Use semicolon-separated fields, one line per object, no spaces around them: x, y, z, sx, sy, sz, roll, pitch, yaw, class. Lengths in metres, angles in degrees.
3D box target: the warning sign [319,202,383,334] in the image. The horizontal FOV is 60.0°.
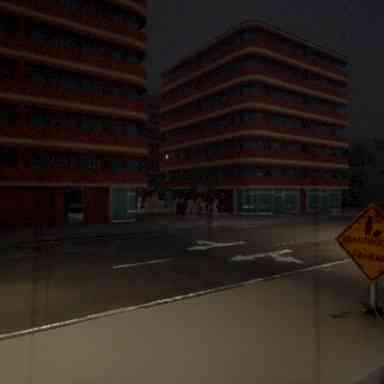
2.971;1.115;5.435;1.060;1.860;1.300;0;0;-35;warning sign
